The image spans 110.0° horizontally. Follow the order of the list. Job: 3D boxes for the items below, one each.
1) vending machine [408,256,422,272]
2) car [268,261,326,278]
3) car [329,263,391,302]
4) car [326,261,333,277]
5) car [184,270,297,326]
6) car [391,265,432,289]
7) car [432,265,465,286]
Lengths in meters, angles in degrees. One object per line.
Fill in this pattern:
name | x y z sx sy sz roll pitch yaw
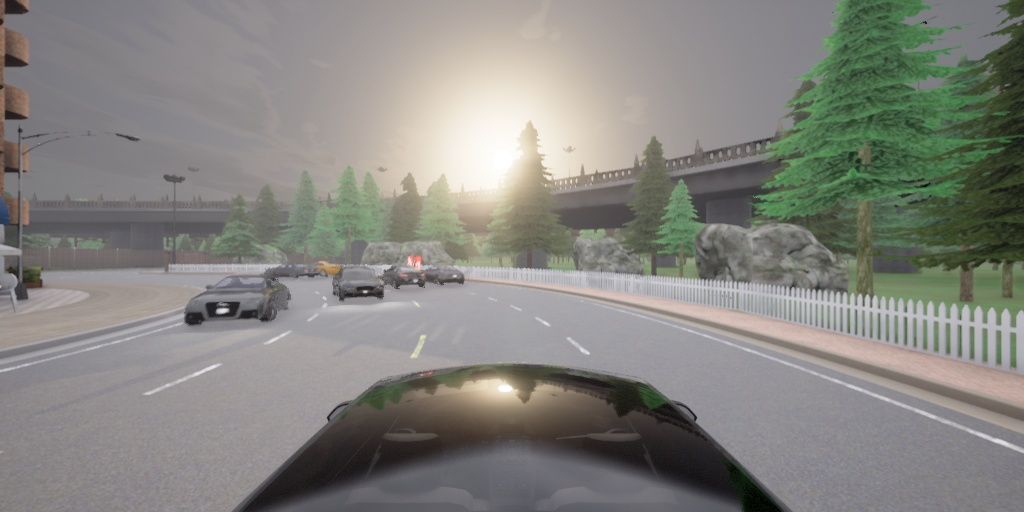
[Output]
vending machine | -9.731 1.003 35.894 0.880 2.100 1.100 0 0 34
car | -20.126 1.350 32.845 5.357 1.411 2.033 0 0 21
car | -7.498 1.281 17.366 1.837 1.490 4.892 1 -1 -31
car | -19.150 1.286 35.959 5.008 1.535 1.882 0 0 22
car | -8.729 1.331 11.801 1.994 1.385 4.181 0 0 -21
car | -7.158 1.312 23.228 1.812 1.442 4.674 0 0 -37
car | -5.227 1.356 26.189 1.994 1.385 4.181 0 0 -40
